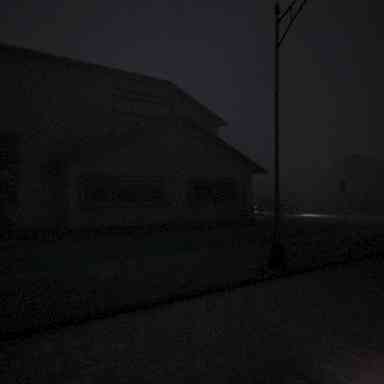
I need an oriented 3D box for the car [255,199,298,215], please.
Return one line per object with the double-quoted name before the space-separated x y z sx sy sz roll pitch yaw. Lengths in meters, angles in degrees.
"car" 8.763 1.505 34.814 1.837 1.490 4.892 0 0 -35
